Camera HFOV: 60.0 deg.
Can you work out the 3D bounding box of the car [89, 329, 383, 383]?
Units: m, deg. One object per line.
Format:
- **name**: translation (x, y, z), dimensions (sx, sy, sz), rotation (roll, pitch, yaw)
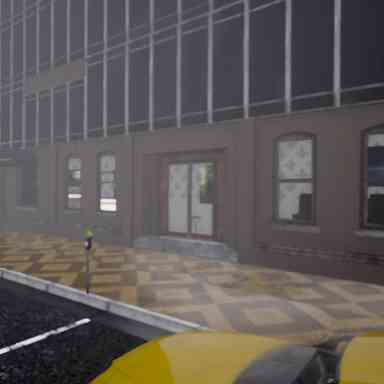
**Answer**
- **car**: translation (1.281, 1.525, 1.961), dimensions (4.829, 1.417, 1.752), rotation (1, 0, 36)
